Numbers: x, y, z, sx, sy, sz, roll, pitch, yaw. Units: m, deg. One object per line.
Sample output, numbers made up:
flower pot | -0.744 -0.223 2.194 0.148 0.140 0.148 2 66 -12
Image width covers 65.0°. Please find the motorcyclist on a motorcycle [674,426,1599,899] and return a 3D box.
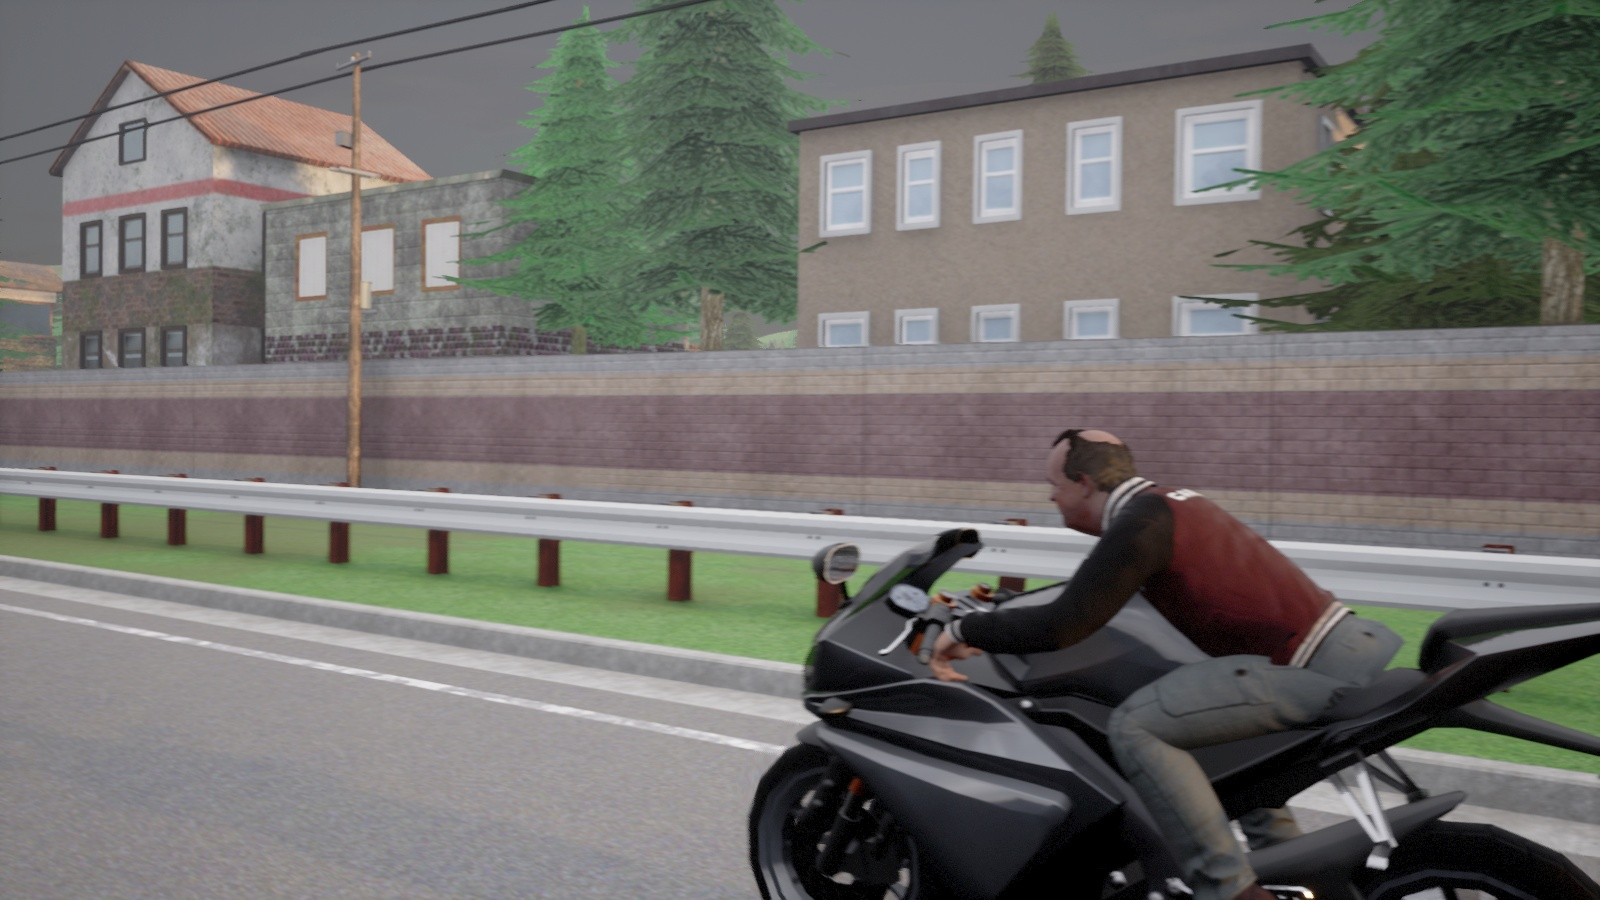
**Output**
motorcyclist on a motorcycle | 0.824 0.713 3.077 2.191 1.530 0.866 0 1 34
